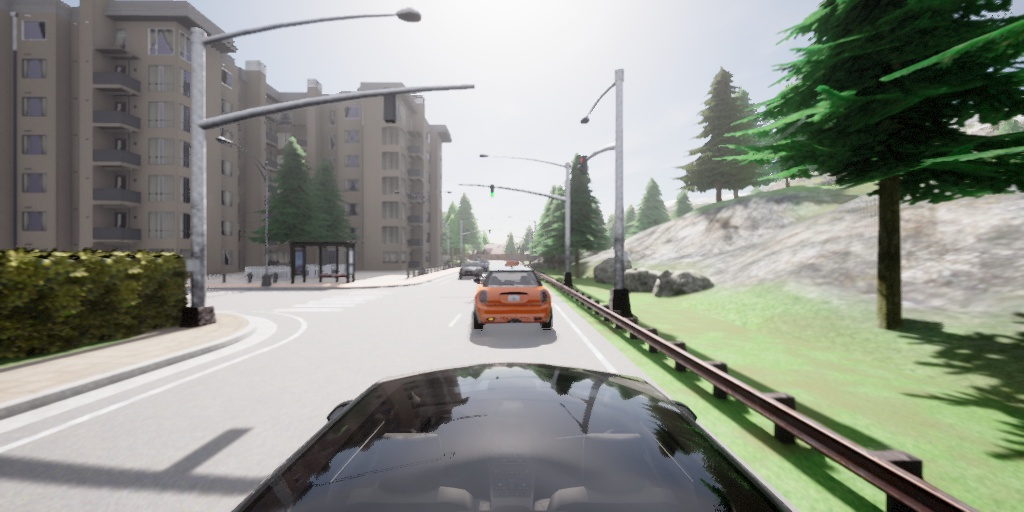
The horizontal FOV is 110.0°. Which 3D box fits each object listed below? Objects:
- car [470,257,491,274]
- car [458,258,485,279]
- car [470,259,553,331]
[{"bbox_3d":[-3.642,1.065,42.139,2.097,1.767,4.553,0,0,-1],"label":"car"},{"bbox_3d":[-3.625,1.227,32.226,1.837,1.490,4.892,0,0,0],"label":"car"},{"bbox_3d":[-0.131,1.092,11.231,2.097,1.767,4.553,0,0,-5],"label":"car"}]
